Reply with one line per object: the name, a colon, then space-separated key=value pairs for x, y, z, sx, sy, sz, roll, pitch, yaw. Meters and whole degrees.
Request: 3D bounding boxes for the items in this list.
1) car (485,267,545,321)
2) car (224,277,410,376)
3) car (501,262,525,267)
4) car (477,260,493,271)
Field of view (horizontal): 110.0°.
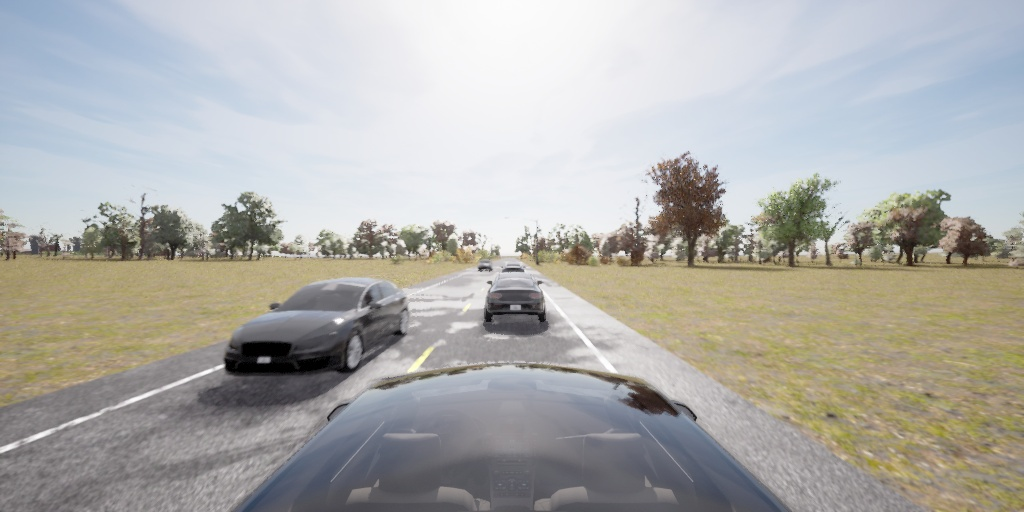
car: x=0.102 y=1.277 z=12.345 sx=1.812 sy=1.442 sz=4.674 roll=0 pitch=0 yaw=0
car: x=-3.599 y=1.255 z=7.631 sx=1.837 sy=1.490 sz=4.892 roll=0 pitch=0 yaw=0
car: x=0.103 y=1.257 z=30.262 sx=1.837 sy=1.490 sz=4.892 roll=0 pitch=0 yaw=0
car: x=-3.576 y=1.257 z=48.492 sx=1.837 sy=1.490 sz=4.892 roll=0 pitch=1 yaw=0
